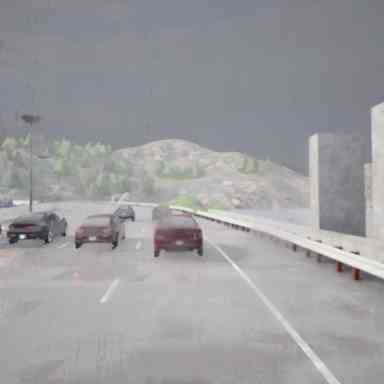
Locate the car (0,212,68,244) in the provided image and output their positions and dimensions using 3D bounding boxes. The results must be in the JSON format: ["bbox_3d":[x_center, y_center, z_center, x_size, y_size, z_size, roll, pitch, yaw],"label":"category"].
[{"bbox_3d":[-7.972,1.801,17.592,1.837,1.490,4.892,0,0,-6],"label":"car"}]

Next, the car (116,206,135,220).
[{"bbox_3d":[-6.686,2.065,33.128,1.994,1.385,4.181,0,-1,-10],"label":"car"}]

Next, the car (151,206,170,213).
[{"bbox_3d":[-2.846,2.005,31.772,2.033,1.411,5.357,0,-1,-10],"label":"car"}]

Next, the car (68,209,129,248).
[{"bbox_3d":[-4.317,1.776,16.077,1.812,1.442,4.674,0,-1,-5],"label":"car"}]

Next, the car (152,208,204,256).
[{"bbox_3d":[-0.638,1.680,14.260,1.882,1.535,5.008,0,-1,-4],"label":"car"}]
